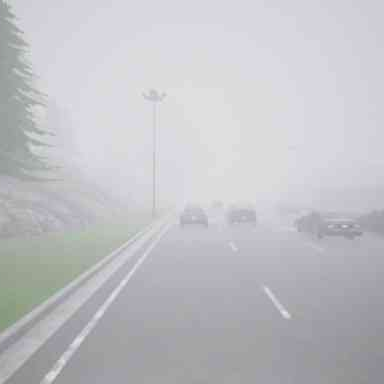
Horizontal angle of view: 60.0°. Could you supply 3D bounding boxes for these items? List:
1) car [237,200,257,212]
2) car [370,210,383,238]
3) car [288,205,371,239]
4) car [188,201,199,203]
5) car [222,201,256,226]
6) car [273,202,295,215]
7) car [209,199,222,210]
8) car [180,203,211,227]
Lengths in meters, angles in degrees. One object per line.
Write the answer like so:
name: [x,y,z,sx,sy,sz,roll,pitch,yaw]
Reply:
car: [7.137,1.839,43.475,1.812,1.442,4.674,0,-1,0]
car: [10.620,1.681,18.363,2.033,1.411,5.357,0,0,0]
car: [7.120,1.678,18.009,2.033,1.411,5.357,0,0,0]
car: [0.147,1.925,45.204,1.895,1.301,4.718,0,0,0]
car: [3.628,1.661,25.420,1.882,1.535,5.008,0,0,0]
car: [10.606,1.818,37.484,2.033,1.411,5.357,0,0,1]
car: [3.669,1.858,49.536,1.837,1.490,4.892,0,-1,0]
car: [0.127,1.740,24.485,1.994,1.385,4.181,0,0,0]
